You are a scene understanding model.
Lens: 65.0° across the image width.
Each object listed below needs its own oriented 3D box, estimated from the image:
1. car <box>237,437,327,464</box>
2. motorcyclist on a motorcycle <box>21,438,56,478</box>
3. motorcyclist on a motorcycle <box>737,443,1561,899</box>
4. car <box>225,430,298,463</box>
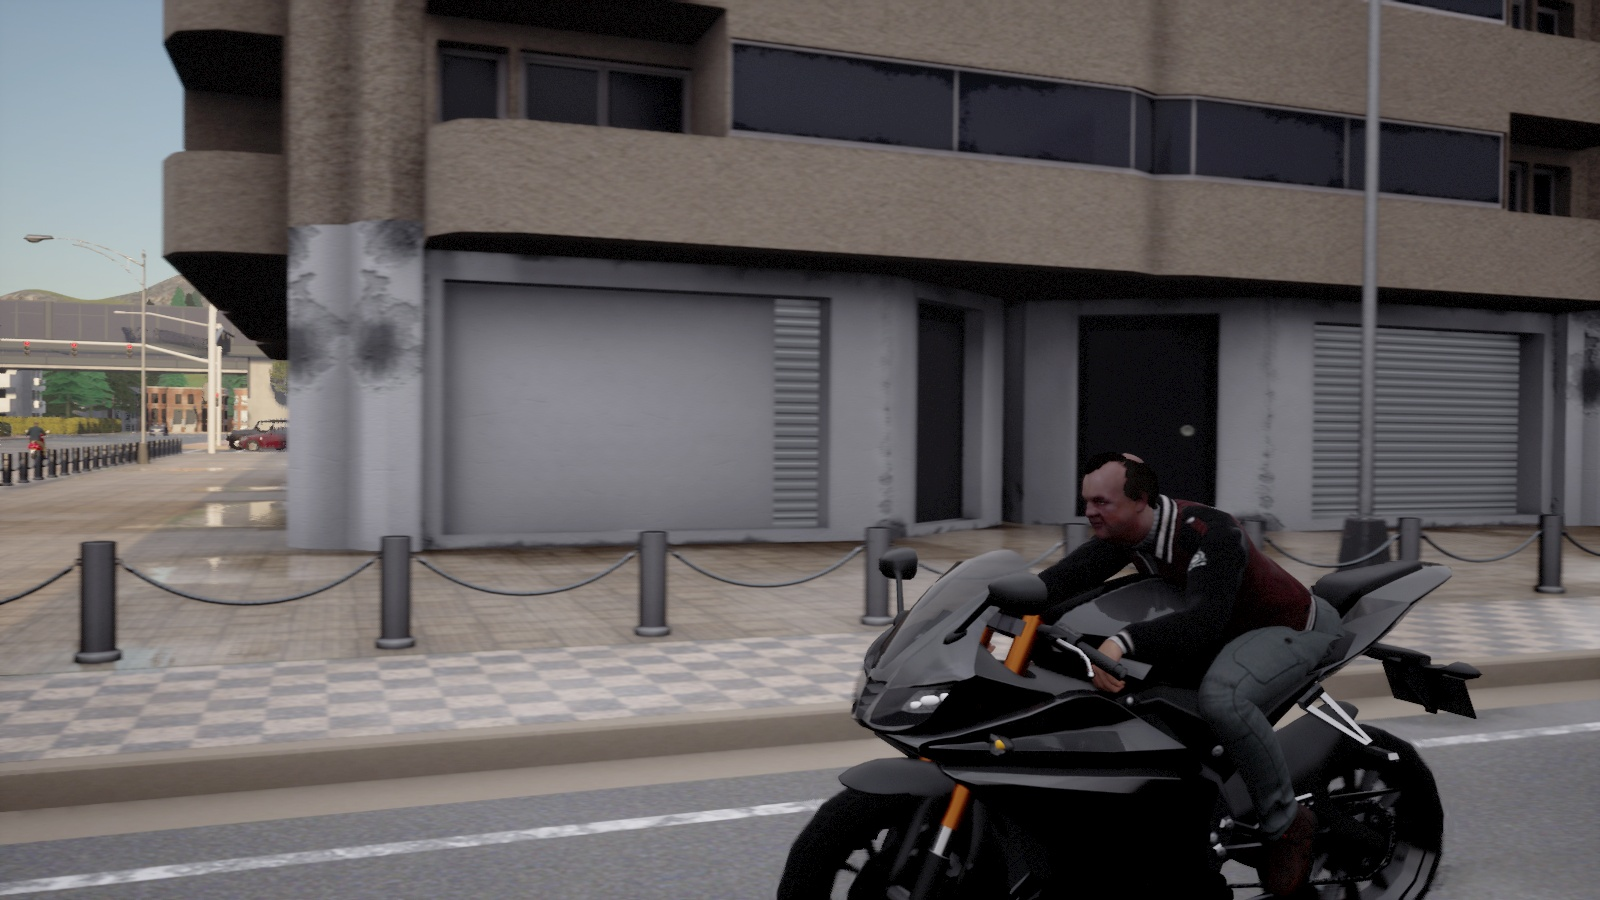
[{"bbox_3d":[-29.783,0.020,72.324,4.674,1.442,1.812,-1,1,-20],"label":"car"},{"bbox_3d":[-31.280,0.302,51.611,0.866,1.590,1.817,-1,1,-20],"label":"motorcyclist on a motorcycle"},{"bbox_3d":[1.005,0.763,3.623,2.191,1.530,0.866,-1,1,-21],"label":"motorcyclist on a motorcycle"},{"bbox_3d":[-32.211,-0.230,75.182,3.866,1.878,1.905,-1,1,-19],"label":"car"}]
